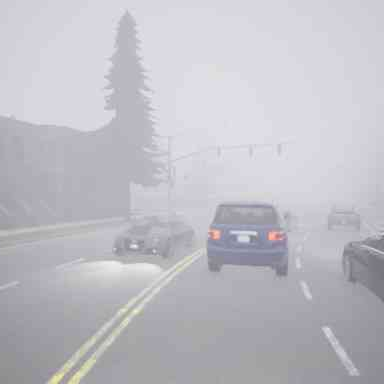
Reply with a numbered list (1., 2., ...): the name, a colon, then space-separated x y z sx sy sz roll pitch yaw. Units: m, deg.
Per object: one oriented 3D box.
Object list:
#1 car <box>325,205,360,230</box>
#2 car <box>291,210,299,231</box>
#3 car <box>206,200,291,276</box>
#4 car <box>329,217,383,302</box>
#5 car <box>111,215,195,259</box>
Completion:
1. car: 9.768 1.578 21.594 2.128 1.511 4.902 0 -1 23
2. car: 5.325 1.620 20.384 2.033 1.411 5.357 0 0 24
3. car: 1.951 1.258 10.777 2.150 2.045 5.566 0 0 15
4. car: 4.570 1.525 6.851 2.128 1.511 4.902 0 0 10
5. car: -1.307 1.596 12.798 1.994 1.385 4.181 0 0 18
